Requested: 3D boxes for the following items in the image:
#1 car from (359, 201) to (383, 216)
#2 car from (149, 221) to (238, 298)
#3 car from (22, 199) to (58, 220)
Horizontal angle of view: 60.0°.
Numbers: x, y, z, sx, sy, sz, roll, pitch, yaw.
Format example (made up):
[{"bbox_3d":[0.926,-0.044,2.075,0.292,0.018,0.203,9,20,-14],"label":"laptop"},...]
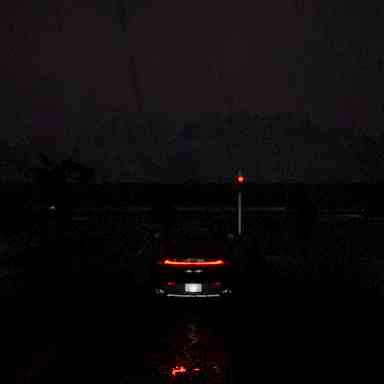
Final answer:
[{"bbox_3d":[18.203,1.564,31.591,4.181,1.385,1.994,0,0,0],"label":"car"},{"bbox_3d":[0.053,1.505,8.512,1.837,1.490,4.892,0,0,1],"label":"car"},{"bbox_3d":[-12.939,1.352,27.373,4.553,1.767,2.097,0,0,0],"label":"car"}]
